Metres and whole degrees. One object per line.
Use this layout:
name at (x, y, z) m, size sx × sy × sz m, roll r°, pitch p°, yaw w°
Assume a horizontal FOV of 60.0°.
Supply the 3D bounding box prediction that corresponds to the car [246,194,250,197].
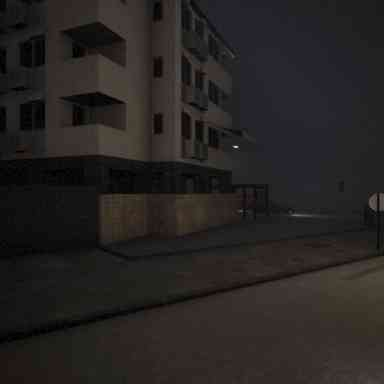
car at (5.694, 1.221, 45.115) m, size 2.150 × 2.045 × 5.566 m, roll 0°, pitch 0°, yaw -35°

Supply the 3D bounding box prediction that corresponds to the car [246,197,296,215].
car at (8.045, 1.548, 34.573) m, size 2.033 × 1.411 × 5.357 m, roll 0°, pitch 0°, yaw -36°
